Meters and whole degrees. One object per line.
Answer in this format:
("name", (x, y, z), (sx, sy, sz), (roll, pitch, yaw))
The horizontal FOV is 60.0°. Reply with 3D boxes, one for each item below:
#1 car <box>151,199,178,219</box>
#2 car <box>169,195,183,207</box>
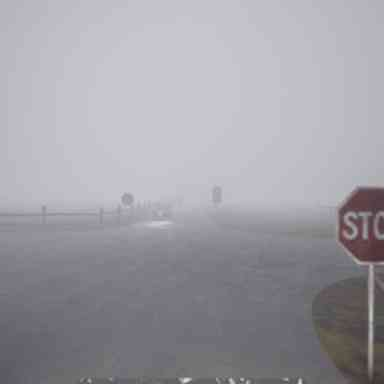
("car", (-2.758, 1.728, 31.560), (2.128, 1.511, 4.902), (0, 0, 0))
("car", (-2.772, 1.542, 59.216), (2.150, 2.045, 5.566), (0, 0, 0))
